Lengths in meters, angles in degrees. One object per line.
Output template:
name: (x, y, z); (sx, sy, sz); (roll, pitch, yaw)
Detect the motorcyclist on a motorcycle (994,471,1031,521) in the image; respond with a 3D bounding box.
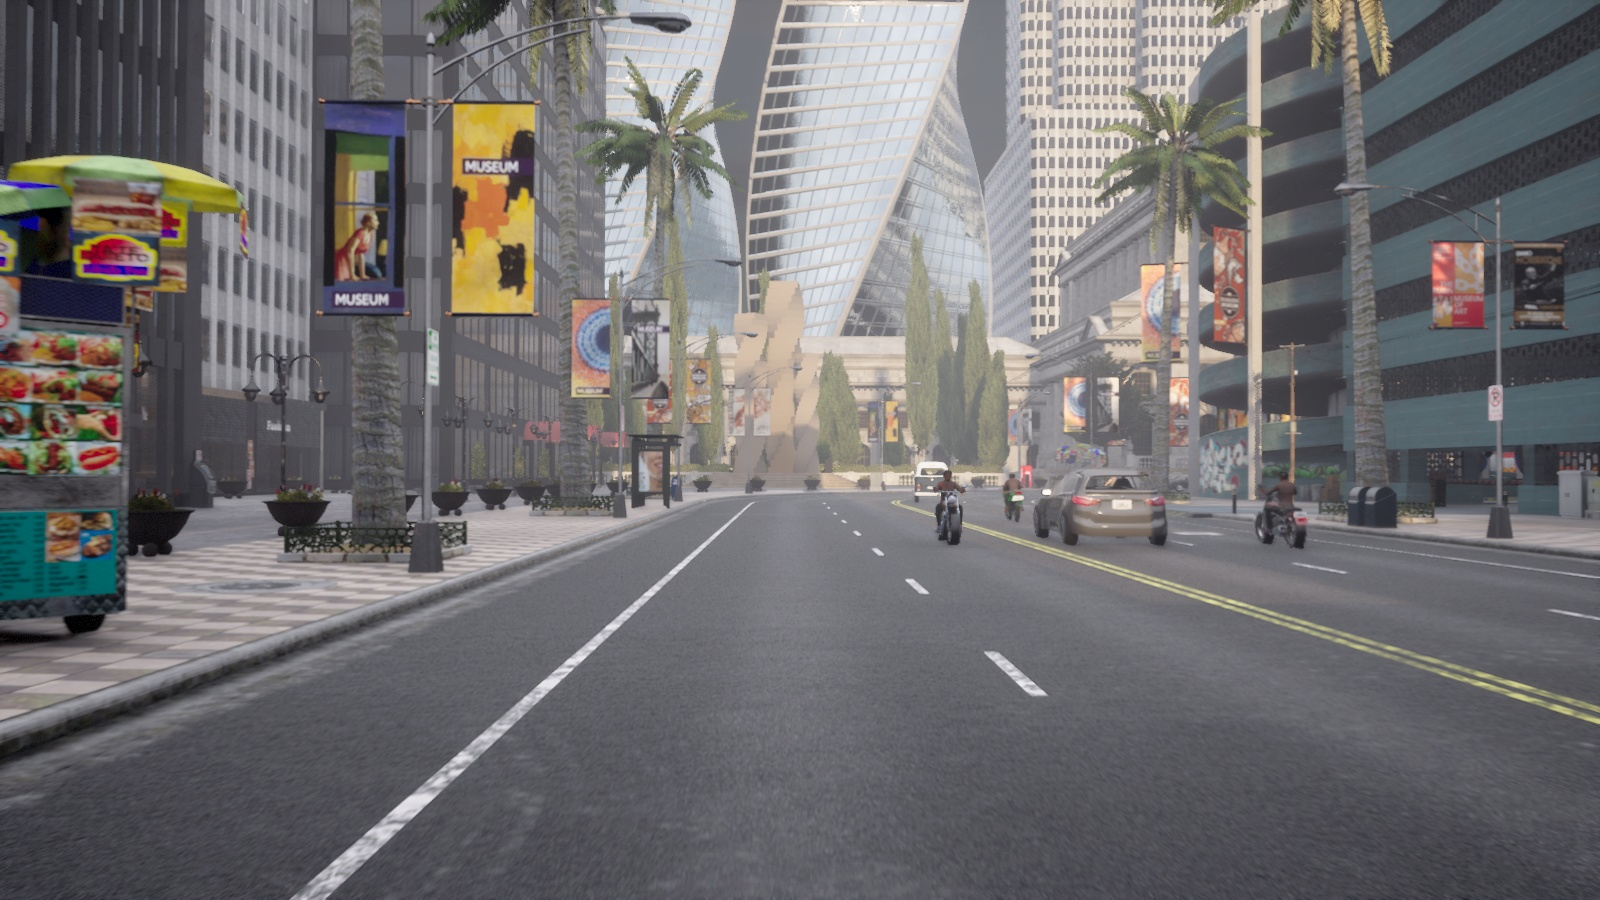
motorcyclist on a motorcycle: (6.625, 1.426, 39.213); (0.797, 1.523, 2.044); (0, -1, -1)

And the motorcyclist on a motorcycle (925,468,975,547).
motorcyclist on a motorcycle: (3.244, 1.209, 27.322); (0.766, 1.649, 2.350); (0, -1, -1)

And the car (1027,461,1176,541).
car: (6.731, 1.110, 28.609); (2.242, 1.667, 4.611); (0, -1, -1)

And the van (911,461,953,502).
van: (6.769, 1.592, 64.635); (2.069, 2.038, 4.480); (-1, -1, 5)

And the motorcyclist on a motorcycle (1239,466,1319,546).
motorcyclist on a motorcycle: (10.248, 1.175, 26.961); (0.766, 1.649, 2.350); (0, -1, -1)
